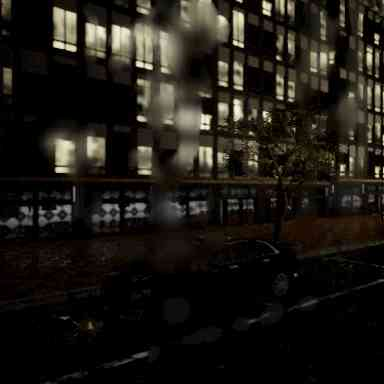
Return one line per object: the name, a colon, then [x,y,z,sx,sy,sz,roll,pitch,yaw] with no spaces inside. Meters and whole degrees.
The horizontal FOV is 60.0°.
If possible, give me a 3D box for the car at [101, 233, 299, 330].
car: [0.366,1.568,6.821,4.403,1.369,2.008,0,-1,-35]
